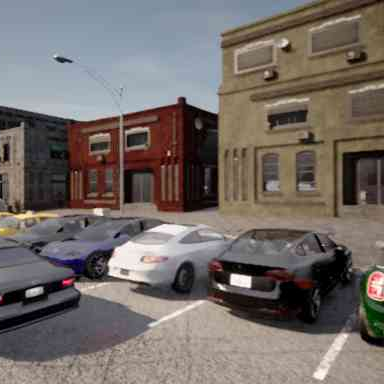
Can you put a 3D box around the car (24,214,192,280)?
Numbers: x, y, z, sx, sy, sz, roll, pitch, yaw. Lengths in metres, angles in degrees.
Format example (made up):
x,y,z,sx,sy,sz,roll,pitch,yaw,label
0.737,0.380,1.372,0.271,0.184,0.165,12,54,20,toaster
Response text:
x,y,z,sx,sy,sz,roll,pitch,yaw,label
-2.353,1.570,10.604,2.163,1.488,4.792,-1,0,36,car

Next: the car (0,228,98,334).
x,y,z,sx,sy,sz,roll,pitch,yaw,label
-4.460,1.603,6.565,5.357,1.411,2.033,-1,0,36,car

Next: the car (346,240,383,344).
x,y,z,sx,sy,sz,roll,pitch,yaw,label
4.376,1.352,5.794,2.185,1.767,4.553,0,0,36,car

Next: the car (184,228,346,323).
x,y,z,sx,sy,sz,roll,pitch,yaw,label
2.169,1.527,7.445,2.163,1.488,4.792,-1,0,36,car

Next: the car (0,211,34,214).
x,y,z,sx,sy,sz,roll,pitch,yaw,label
-6.930,1.586,13.681,1.946,1.575,5.366,-1,0,36,car

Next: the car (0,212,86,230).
x,y,z,sx,sy,sz,roll,pitch,yaw,label
-4.595,1.594,12.205,2.163,1.488,4.792,-1,0,36,car
